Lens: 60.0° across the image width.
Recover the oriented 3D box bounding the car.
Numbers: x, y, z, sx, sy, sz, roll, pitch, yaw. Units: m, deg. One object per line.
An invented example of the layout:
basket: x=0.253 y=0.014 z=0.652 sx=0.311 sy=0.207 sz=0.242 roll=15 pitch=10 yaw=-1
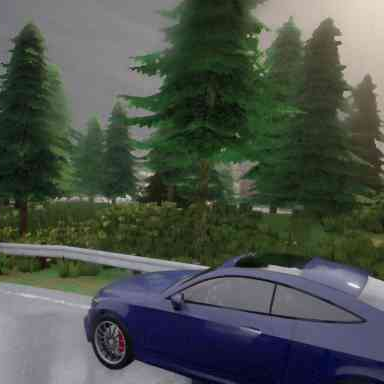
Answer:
car: x=0.770 y=1.499 z=4.089 sx=4.674 sy=1.442 sz=1.812 roll=1 pitch=1 yaw=31
